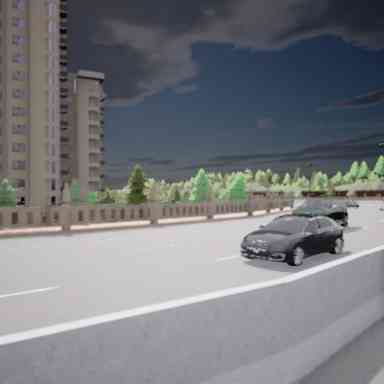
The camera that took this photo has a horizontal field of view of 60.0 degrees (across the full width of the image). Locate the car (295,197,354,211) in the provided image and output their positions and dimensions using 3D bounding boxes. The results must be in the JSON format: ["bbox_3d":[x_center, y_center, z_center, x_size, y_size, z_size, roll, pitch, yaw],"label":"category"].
[{"bbox_3d":[8.345,1.365,21.453,2.150,2.045,5.566,0,-1,41],"label":"car"}]

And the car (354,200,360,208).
[{"bbox_3d":[27.837,2.086,58.064,2.033,1.411,5.357,0,-1,16],"label":"car"}]

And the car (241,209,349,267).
[{"bbox_3d":[3.736,1.576,11.866,4.892,1.490,1.837,0,0,-43],"label":"car"}]

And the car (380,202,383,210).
[{"bbox_3d":[27.595,1.918,46.375,1.812,1.442,4.674,0,-1,22],"label":"car"}]

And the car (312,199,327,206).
[{"bbox_3d":[26.381,2.216,69.013,1.895,1.301,4.718,0,-1,9],"label":"car"}]

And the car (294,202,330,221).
[{"bbox_3d":[11.216,1.705,30.763,1.882,1.535,5.008,0,-1,35],"label":"car"}]
